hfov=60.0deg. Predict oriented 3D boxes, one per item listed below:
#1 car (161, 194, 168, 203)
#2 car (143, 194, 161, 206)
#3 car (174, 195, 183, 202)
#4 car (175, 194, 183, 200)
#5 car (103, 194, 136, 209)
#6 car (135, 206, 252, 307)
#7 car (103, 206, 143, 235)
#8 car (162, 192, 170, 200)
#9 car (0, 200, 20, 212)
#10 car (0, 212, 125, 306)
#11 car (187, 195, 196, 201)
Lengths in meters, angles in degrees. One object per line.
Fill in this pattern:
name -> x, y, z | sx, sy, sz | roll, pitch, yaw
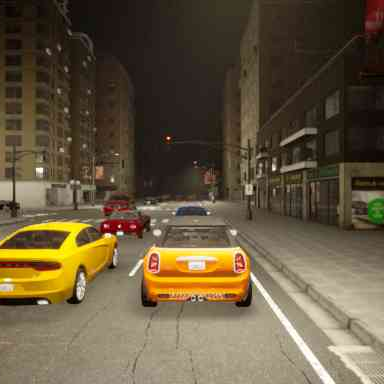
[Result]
car -> -6.651, 1.631, 69.038 | 1.895, 1.301, 4.718 | 0, 0, 0
car -> -6.709, 1.513, 53.826 | 2.128, 1.511, 4.902 | 0, 0, 0
car -> -3.426, 1.543, 80.347 | 1.837, 1.490, 4.892 | 0, 0, 0
car -> -3.450, 1.421, 90.768 | 1.882, 1.535, 5.008 | 0, 0, 0
car -> -6.666, 1.229, 31.230 | 2.150, 2.045, 5.566 | 0, 0, 0
car -> 0.082, 1.353, 8.140 | 2.097, 1.767, 4.553 | 0, 0, 0
car -> -3.288, 1.603, 17.404 | 1.895, 1.301, 4.718 | 0, 0, 0
car -> -6.685, 1.071, 84.188 | 2.150, 2.045, 5.566 | 0, 0, 0
car -> -22.233, 1.597, 38.484 | 4.313, 1.339, 1.947 | 0, 0, 0
car -> -3.167, 1.478, 8.148 | 1.882, 1.535, 5.008 | 0, 0, 0
car -> -0.177, 1.399, 80.741 | 2.097, 1.767, 4.553 | 0, 0, 0
